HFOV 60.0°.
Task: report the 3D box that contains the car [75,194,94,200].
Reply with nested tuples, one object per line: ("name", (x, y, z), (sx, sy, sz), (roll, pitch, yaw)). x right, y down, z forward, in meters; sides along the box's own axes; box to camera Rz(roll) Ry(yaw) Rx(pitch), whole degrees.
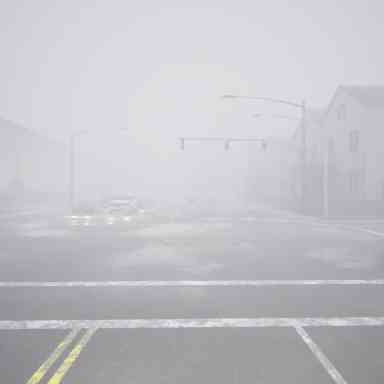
("car", (-28.939, 1.453, 89.704), (2.038, 1.542, 4.974), (0, 0, 29))

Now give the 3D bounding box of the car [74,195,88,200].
("car", (-28.182, 1.295, 84.378), (1.853, 1.218, 4.536), (0, 0, -36))

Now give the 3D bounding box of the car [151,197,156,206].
("car", (-7.070, 1.478, 54.587), (1.882, 1.535, 5.008), (0, 0, 0))

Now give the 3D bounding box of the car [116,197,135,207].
("car", (-10.578, 1.547, 53.120), (2.033, 1.411, 5.357), (0, 0, 0))

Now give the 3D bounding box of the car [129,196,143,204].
("car", (-10.523, 1.526, 63.202), (1.812, 1.442, 4.674), (0, 0, 1))

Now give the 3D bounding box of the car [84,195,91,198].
("car", (-28.151, 1.453, 84.337), (2.038, 1.542, 4.974), (0, 0, -36))

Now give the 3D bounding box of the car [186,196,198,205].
("car", (0.020, 1.492, 58.605), (2.128, 1.511, 4.902), (0, 0, 0))

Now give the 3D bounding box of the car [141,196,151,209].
("car", (-7.084, 1.505, 44.199), (1.837, 1.490, 4.892), (0, 0, 0))

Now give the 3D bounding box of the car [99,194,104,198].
("car", (-10.585, 1.221, 42.875), (2.150, 2.045, 5.566), (0, 0, 0))

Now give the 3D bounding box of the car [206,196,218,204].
("car", (3.620, 1.526, 61.196), (1.812, 1.442, 4.674), (0, 0, 0))

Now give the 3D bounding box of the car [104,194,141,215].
("car", (-7.089, 1.221, 34.646), (2.150, 2.045, 5.566), (0, 0, 0))

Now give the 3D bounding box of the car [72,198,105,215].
("car", (-10.589, 1.564, 33.615), (1.994, 1.385, 4.181), (0, 0, 0))
